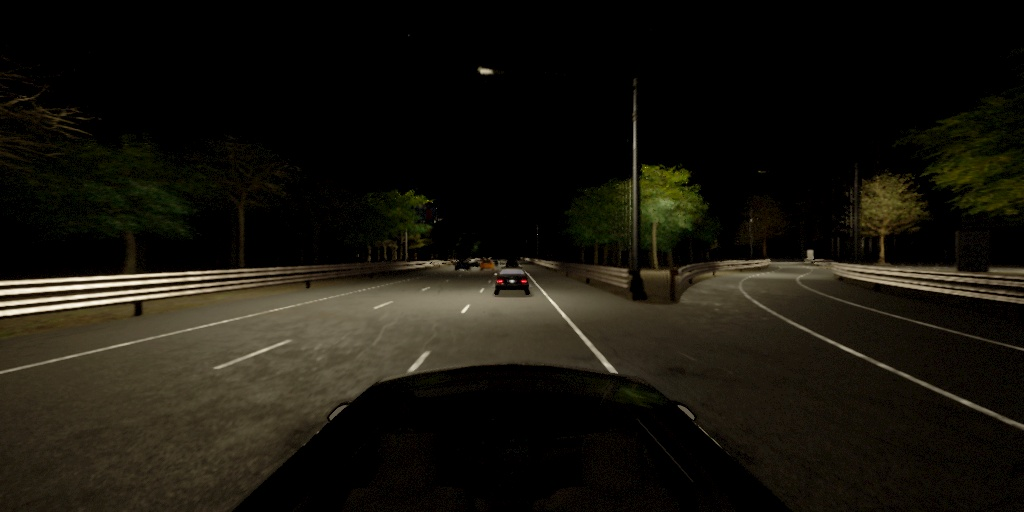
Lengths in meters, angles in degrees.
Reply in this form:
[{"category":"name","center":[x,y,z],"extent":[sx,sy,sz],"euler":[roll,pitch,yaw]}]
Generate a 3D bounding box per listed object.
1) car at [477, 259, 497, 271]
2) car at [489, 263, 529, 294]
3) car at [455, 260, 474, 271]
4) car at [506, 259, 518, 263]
[{"category":"car","center":[-3.492,1.299,51.087],"extent":[1.882,1.535,5.008],"euler":[0,0,0]},{"category":"car","center":[0.001,1.302,20.291],"extent":[2.033,1.411,5.357],"euler":[0,0,0]},{"category":"car","center":[-6.990,1.387,51.543],"extent":[1.994,1.385,4.181],"euler":[0,0,0]},{"category":"car","center":[0.023,1.312,46.635],"extent":[1.837,1.490,4.892],"euler":[0,0,2]}]
